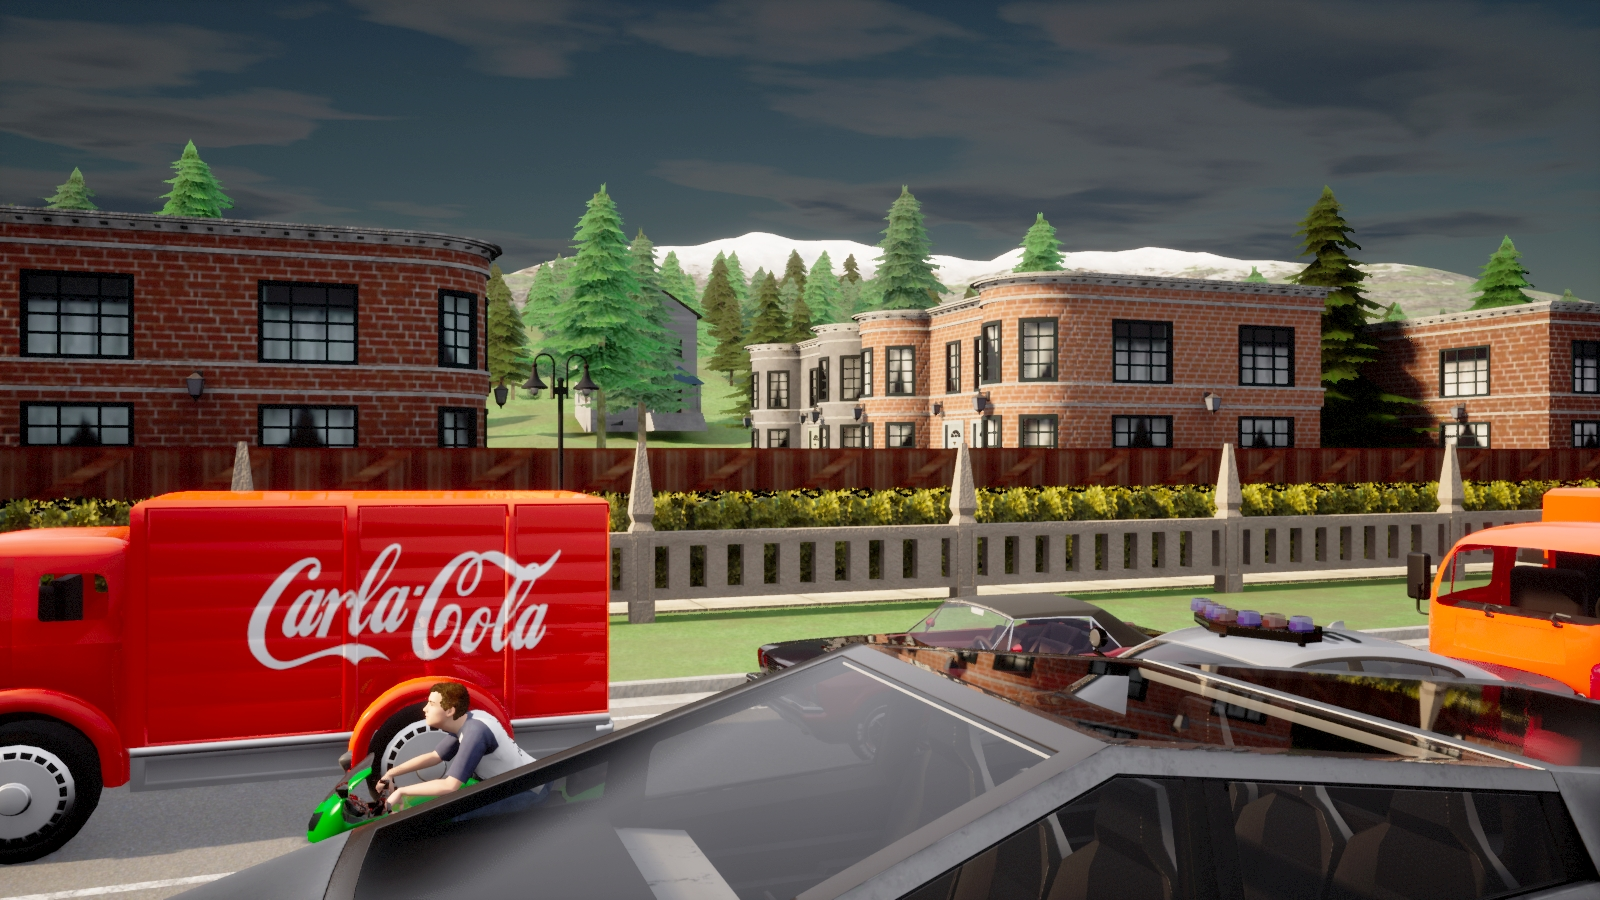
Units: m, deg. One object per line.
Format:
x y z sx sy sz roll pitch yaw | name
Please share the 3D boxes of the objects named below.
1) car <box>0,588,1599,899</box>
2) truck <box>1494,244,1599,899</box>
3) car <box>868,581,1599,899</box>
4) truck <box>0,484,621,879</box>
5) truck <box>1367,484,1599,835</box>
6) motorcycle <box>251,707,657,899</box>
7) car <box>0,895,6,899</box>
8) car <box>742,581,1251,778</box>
0.902 1.754 3.628 6.274 2.098 2.390 0 0 -20 | car
8.244 0.890 6.293 8.468 3.827 2.891 0 0 -20 | truck
3.311 1.982 8.228 5.238 1.638 2.097 0 0 -20 | car
-4.291 1.569 9.195 5.204 2.467 2.627 0 0 -20 | truck
7.993 1.568 9.932 5.204 2.467 2.627 0 0 -20 | truck
-1.880 2.186 6.339 2.033 1.199 0.803 0 0 -20 | motorcycle
-4.026 2.066 1.835 4.193 1.474 1.816 0 0 -20 | car
1.954 2.155 11.458 4.718 1.301 1.895 0 0 -20 | car
